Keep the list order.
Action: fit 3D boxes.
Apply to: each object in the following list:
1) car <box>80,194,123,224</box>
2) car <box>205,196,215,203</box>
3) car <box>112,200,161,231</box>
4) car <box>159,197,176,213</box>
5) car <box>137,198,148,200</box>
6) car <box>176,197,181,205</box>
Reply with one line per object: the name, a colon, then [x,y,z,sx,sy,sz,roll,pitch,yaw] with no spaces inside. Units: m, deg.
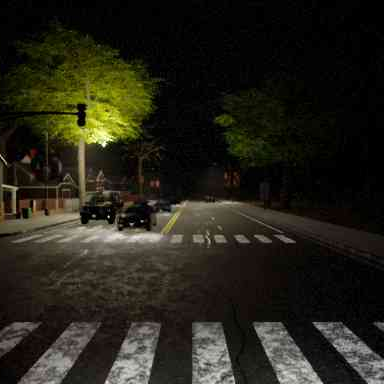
car: [-6.484,1.211,24.676,2.150,2.045,5.566,0,0,0]
car: [3.687,1.503,67.625,1.837,1.490,4.892,0,0,1]
car: [-3.250,1.497,20.417,1.837,1.490,4.892,0,0,0]
car: [-3.168,1.538,36.500,2.033,1.411,5.357,0,0,0]
car: [-6.380,1.539,42.918,2.033,1.411,5.357,0,0,0]
car: [-2.967,1.559,57.819,1.994,1.385,4.181,0,0,0]
